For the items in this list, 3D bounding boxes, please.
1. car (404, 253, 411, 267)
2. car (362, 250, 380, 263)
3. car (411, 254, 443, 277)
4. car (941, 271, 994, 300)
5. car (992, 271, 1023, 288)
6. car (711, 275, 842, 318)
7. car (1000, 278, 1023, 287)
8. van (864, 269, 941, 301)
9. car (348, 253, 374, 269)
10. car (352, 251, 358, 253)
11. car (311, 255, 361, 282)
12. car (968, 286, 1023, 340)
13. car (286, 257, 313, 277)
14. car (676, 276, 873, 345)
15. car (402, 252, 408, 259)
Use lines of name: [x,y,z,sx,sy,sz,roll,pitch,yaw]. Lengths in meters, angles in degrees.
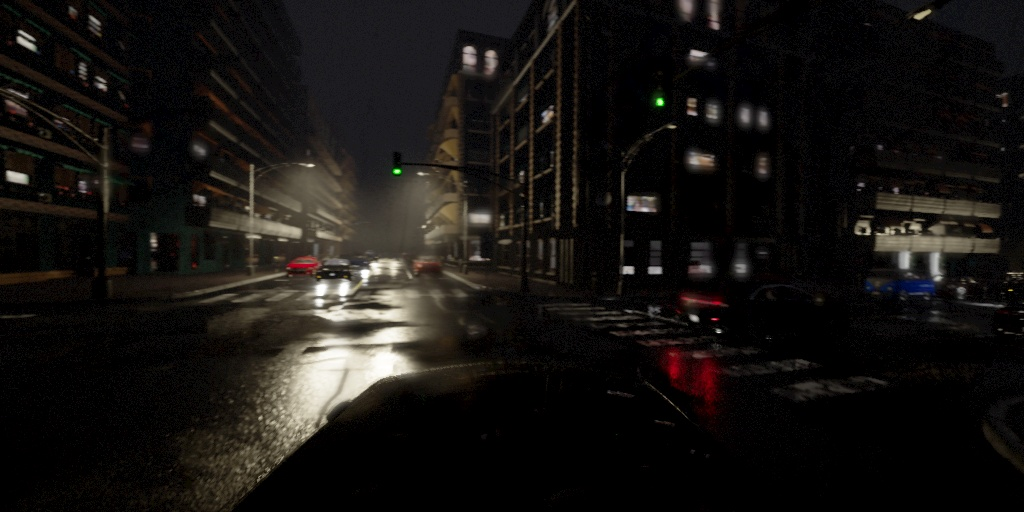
car: [-11.835,0.561,43.785,1.948,1.339,4.313,0,0,-18]
car: [-21.580,0.215,55.399,2.128,1.511,4.902,0,1,-18]
car: [-6.490,0.731,27.659,1.967,1.591,4.097,0,0,-18]
car: [27.942,1.913,22.870,4.097,1.591,1.967,0,0,-18]
car: [33.067,1.925,24.587,5.009,1.841,2.192,0,0,-18]
car: [10.522,1.538,14.295,4.674,1.442,1.812,1,0,-19]
car: [32.227,2.192,21.549,4.718,1.301,1.895,2,0,-18]
van: [22.816,1.678,21.153,3.998,1.789,1.690,0,0,-18]
car: [-15.787,0.644,37.249,1.895,1.301,4.718,0,1,-18]
car: [-21.553,0.407,46.586,1.948,1.339,4.313,0,0,-18]
car: [-11.175,0.868,23.005,1.994,1.385,4.181,0,1,-18]
car: [15.219,1.695,9.768,4.403,1.370,2.007,0,0,-18]
car: [-15.030,0.757,26.173,1.888,1.381,4.507,0,0,-18]
car: [6.884,1.416,9.805,4.902,1.511,2.128,2,0,-19]
car: [-15.329,0.345,54.559,1.888,1.381,4.507,0,0,-18]
